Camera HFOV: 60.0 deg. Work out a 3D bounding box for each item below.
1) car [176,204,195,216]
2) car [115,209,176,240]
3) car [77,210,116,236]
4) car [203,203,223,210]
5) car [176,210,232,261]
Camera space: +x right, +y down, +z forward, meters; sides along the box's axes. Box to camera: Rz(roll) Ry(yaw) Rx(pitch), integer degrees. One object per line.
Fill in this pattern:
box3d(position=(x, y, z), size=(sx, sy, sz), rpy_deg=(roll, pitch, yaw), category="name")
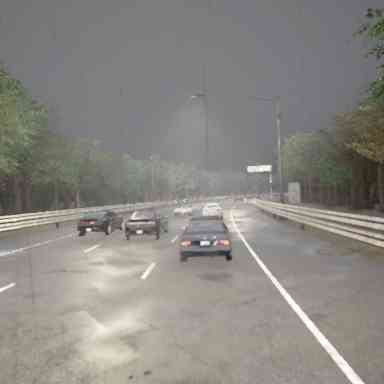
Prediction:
box3d(position=(-0.733, 2.024, 37.823), size=(1.895, 1.301, 4.718), rpy_deg=(-2, -1, 6), category="car")
box3d(position=(-2.452, 1.783, 18.997), size=(2.128, 1.511, 4.902), rpy_deg=(-2, 0, 4), category="car")
box3d(position=(-5.779, 1.937, 21.557), size=(1.837, 1.490, 4.892), rpy_deg=(-2, -1, 4), category="car")
box3d(position=(1.990, 1.789, 31.457), size=(1.812, 1.442, 4.674), rpy_deg=(-2, -1, 6), category="car")
box3d(position=(0.553, 1.669, 12.931), size=(2.033, 1.411, 5.357), rpy_deg=(-2, -1, 3), category="car")
